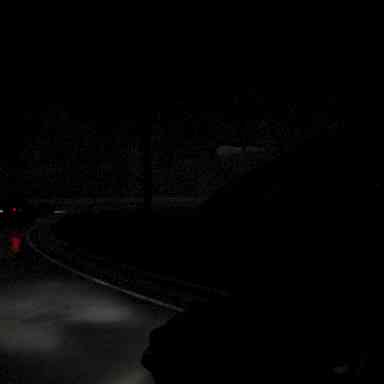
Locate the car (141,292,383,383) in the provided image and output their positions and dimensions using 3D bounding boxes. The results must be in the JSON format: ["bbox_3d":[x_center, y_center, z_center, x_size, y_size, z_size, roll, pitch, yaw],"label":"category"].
[{"bbox_3d":[1.802,1.608,2.806,4.718,1.301,1.895,0,0,37],"label":"car"}]

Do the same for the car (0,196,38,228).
[{"bbox_3d":[-12.471,1.319,23.064,2.150,2.045,5.566,0,-1,-16],"label":"car"}]

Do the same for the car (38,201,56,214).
[{"bbox_3d":[-17.072,1.725,37.491,1.994,1.385,4.181,0,0,4],"label":"car"}]

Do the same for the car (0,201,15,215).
[{"bbox_3d":[-20.693,1.722,34.967,1.994,1.385,4.181,0,0,1],"label":"car"}]
